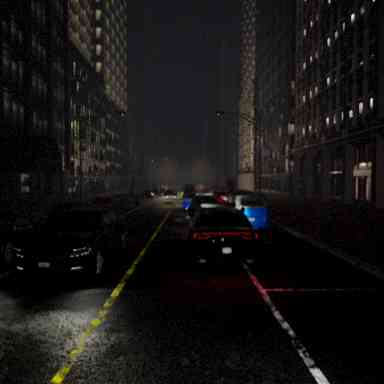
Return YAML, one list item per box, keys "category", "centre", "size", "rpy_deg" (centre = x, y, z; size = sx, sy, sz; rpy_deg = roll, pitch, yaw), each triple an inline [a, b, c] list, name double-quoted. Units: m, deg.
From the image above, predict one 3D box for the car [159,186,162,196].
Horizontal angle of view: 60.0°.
- category: "car"
  centre: [-6.125, -0.009, 55.834]
  size: [2.008, 1.369, 4.403]
  rpy_deg: [-1, 2, 0]

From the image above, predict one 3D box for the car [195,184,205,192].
- category: "car"
  centre: [2.035, -1.040, 84.299]
  size: [2.192, 1.841, 5.009]
  rpy_deg: [-1, 2, 0]

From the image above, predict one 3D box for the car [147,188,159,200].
- category: "car"
  centre: [-6.038, 0.308, 44.472]
  size: [2.008, 1.369, 4.403]
  rpy_deg: [-1, 2, 0]

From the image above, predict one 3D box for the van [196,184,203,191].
- category: "van"
  centre: [1.992, -1.172, 89.980]
  size: [1.690, 1.788, 3.998]
  rpy_deg: [-1, 2, 0]

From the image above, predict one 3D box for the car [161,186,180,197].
- category: "car"
  centre: [-3.413, 0.084, 54.014]
  size: [1.994, 1.385, 4.181]
  rpy_deg: [0, 2, 0]

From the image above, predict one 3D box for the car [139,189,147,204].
- category: "car"
  centre: [-5.951, 0.655, 33.110]
  size: [1.802, 1.307, 4.206]
  rpy_deg: [-1, 2, 0]

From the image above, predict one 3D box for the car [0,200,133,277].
- category: "car"
  centre: [-3.174, 1.206, 9.571]
  size: [1.882, 1.535, 5.008]
  rpy_deg: [0, 2, 0]

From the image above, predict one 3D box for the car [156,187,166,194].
- category: "car"
  centre: [-6.212, -0.295, 67.197]
  size: [1.802, 1.307, 4.206]
  rpy_deg: [-1, 2, 0]

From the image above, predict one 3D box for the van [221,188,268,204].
- category: "van"
  centre: [2.558, 0.888, 16.124]
  size: [1.690, 1.788, 3.998]
  rpy_deg: [-1, 2, 0]

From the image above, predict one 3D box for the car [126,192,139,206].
- category: "car"
  centre: [-5.908, 0.782, 27.428]
  size: [2.008, 1.369, 4.403]
  rpy_deg: [-1, 2, 0]

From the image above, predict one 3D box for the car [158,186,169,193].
- category: "car"
  centre: [-6.257, -0.596, 72.875]
  size: [1.967, 1.590, 4.097]
  rpy_deg: [-1, 2, 0]

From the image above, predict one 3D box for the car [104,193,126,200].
- category: "car"
  centre: [-5.864, 0.934, 21.746]
  size: [1.887, 1.381, 4.507]
  rpy_deg: [-1, 2, 0]

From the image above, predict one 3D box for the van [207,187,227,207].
- category: "van"
  centre: [2.427, 0.413, 33.167]
  size: [1.690, 1.788, 3.998]
  rpy_deg: [-1, 2, 0]

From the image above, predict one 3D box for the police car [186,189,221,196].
- category: "police car"
  centre: [0.743, 0.848, 20.567]
  size: [1.930, 1.638, 5.238]
  rpy_deg: [0, 2, 0]

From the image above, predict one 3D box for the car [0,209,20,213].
- category: "car"
  centre: [-5.777, 1.257, 10.384]
  size: [2.008, 1.369, 4.403]
  rpy_deg: [-1, 2, 0]

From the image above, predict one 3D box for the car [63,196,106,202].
- category: "car"
  centre: [-5.820, 1.114, 16.066]
  size: [1.947, 1.339, 4.313]
  rpy_deg: [-1, 2, 0]

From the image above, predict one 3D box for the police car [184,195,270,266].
- category: "police car"
  centre: [0.819, 1.127, 10.571]
  size: [1.930, 1.638, 5.238]
  rpy_deg: [0, 2, 0]

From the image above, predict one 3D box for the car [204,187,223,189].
- category: "car"
  centre: [2.470, 0.545, 27.485]
  size: [2.192, 1.841, 5.009]
  rpy_deg: [-1, 2, 0]

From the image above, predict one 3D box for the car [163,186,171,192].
- category: "car"
  centre: [-6.341, -0.823, 84.070]
  size: [1.752, 1.417, 4.829]
  rpy_deg: [-1, 2, 0]

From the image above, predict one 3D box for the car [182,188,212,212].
- category: "car"
  centre: [0.440, 0.734, 26.553]
  size: [1.882, 1.535, 5.008]
  rpy_deg: [0, 2, 6]

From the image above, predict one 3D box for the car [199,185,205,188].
- category: "car"
  centre: [2.255, -0.011, 55.898]
  size: [2.008, 1.369, 4.403]
  rpy_deg: [-1, 2, 0]

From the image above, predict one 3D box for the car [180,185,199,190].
- category: "car"
  centre: [-0.352, 0.152, 47.441]
  size: [1.882, 1.535, 5.008]
  rpy_deg: [0, 1, 0]
